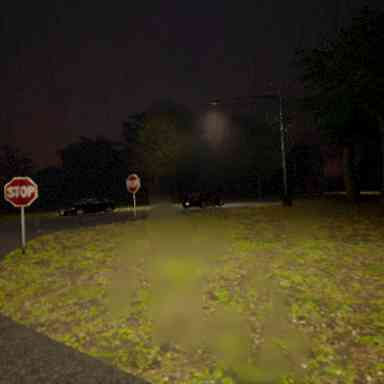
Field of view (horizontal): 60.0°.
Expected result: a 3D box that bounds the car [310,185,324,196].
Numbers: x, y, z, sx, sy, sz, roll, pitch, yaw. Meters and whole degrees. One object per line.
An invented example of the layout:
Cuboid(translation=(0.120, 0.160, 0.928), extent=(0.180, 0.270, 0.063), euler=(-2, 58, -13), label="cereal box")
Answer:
Cuboid(translation=(25.021, -0.379, 66.720), extent=(2.150, 2.045, 5.566), euler=(-3, -1, 27), label="car")

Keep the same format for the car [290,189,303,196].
Cuboid(translation=(23.048, 0.137, 73.384), extent=(1.994, 1.385, 4.181), euler=(-4, -1, 34), label="car")

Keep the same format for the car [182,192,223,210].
Cuboid(translation=(0.922, 0.732, 28.774), extent=(1.812, 1.442, 4.674), euler=(-4, -1, 34), label="car")

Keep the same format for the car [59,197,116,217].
Cuboid(translation=(-8.529, 1.236, 27.358), extent=(2.128, 1.511, 4.902), euler=(-4, 0, 34), label="car")
